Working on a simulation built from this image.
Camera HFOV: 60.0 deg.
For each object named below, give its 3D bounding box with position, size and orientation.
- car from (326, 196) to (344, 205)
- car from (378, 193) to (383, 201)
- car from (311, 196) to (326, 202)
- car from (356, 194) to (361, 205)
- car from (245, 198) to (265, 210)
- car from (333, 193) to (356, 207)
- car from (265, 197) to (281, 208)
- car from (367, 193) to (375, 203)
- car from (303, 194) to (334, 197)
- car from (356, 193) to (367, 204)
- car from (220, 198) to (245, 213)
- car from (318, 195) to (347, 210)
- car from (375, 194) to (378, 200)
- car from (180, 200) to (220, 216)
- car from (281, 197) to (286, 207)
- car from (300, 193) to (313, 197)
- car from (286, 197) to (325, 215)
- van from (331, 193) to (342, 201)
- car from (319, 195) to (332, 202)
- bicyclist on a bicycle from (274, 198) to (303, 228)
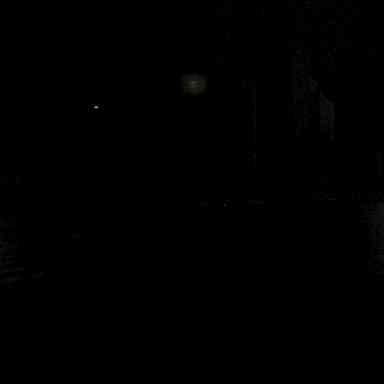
[{"bbox_3d":[23.194,1.354,53.943,1.812,1.442,4.674,-1,0,35],"label":"car"},{"bbox_3d":[42.875,1.359,77.848,1.802,1.307,4.206,-1,0,35],"label":"car"},{"bbox_3d":[26.243,1.418,68.804,1.947,1.339,4.313,0,0,35],"label":"car"},{"bbox_3d":[23.614,1.378,50.034,1.947,1.339,4.313,0,0,35],"label":"car"},{"bbox_3d":[6.978,1.494,40.985,1.802,1.307,4.206,0,0,35],"label":"car"},{"bbox_3d":[20.403,1.137,45.400,2.192,1.841,5.009,0,0,35],"label":"car"},{"bbox_3d":[10.092,1.426,45.481,1.752,1.417,4.829,0,0,35],"label":"car"},{"bbox_3d":[33.244,1.100,63.943,2.192,1.841,5.009,0,0,35],"label":"car"},{"bbox_3d":[17.338,1.337,45.485,2.128,1.511,4.902,-1,0,35],"label":"car"},{"bbox_3d":[26.823,1.118,54.671,2.192,1.841,5.009,0,0,35],"label":"car"},{"bbox_3d":[3.766,1.366,36.348,1.967,1.590,4.097,0,0,35],"label":"car"},{"bbox_3d":[17.193,1.377,40.763,1.887,1.381,4.507,0,0,35],"label":"car"},{"bbox_3d":[36.552,1.303,68.717,1.752,1.417,4.829,-1,0,35],"label":"car"},{"bbox_3d":[0.557,1.524,31.713,1.802,1.307,4.206,0,0,35],"label":"car"},{"bbox_3d":[13.399,1.455,50.258,1.947,1.339,4.313,0,0,35],"label":"car"},{"bbox_3d":[19.821,1.415,59.531,1.887,1.381,4.507,0,0,35],"label":"car"},{"bbox_3d":[10.773,1.424,31.491,1.947,1.339,4.313,0,0,35],"label":"car"},{"bbox_3d":[35.872,1.186,82.713,1.690,1.788,3.998,-1,0,35],"label":"van"},{"bbox_3d":[29.453,1.427,73.439,1.802,1.307,4.206,0,0,35],"label":"car"},{"bbox_3d":[5.304,1.177,18.392,1.656,1.620,0.582,-1,0,35],"label":"bicyclist on a bicycle"}]
